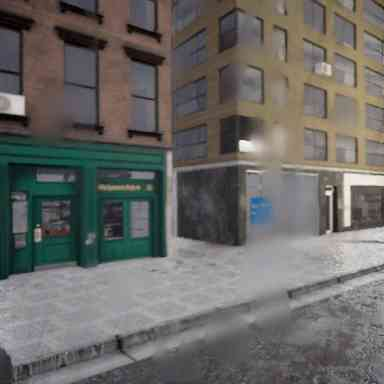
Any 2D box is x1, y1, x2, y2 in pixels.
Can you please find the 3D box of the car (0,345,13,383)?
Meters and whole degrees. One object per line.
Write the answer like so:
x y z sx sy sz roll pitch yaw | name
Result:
-3.216 1.548 0.982 4.892 1.490 1.837 0 -1 -37 | car
